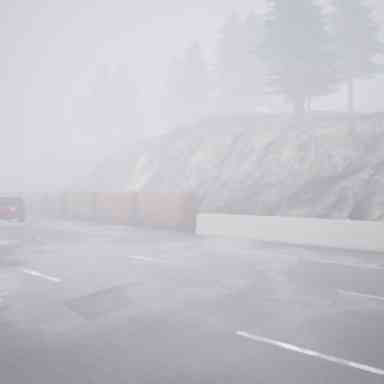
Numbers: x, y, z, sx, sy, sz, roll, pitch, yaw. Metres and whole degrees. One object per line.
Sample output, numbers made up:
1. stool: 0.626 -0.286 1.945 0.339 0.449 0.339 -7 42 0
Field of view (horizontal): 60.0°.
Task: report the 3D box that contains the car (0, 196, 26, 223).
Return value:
1. car: -14.765 1.346 25.789 5.566 2.045 2.150 0 0 45
